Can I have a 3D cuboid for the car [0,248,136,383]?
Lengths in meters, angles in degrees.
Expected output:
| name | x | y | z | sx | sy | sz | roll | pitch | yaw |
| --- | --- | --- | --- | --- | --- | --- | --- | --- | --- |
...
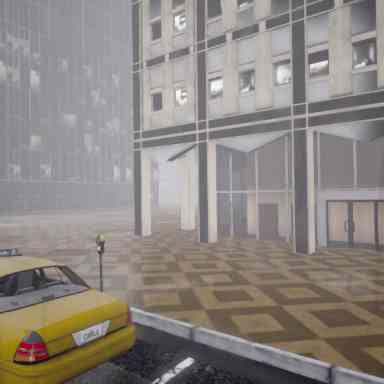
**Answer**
| name | x | y | z | sx | sy | sz | roll | pitch | yaw |
| --- | --- | --- | --- | --- | --- | --- | --- | --- | --- |
| car | -2.988 | 1.528 | 5.021 | 4.829 | 1.417 | 1.752 | 0 | -1 | 36 |
